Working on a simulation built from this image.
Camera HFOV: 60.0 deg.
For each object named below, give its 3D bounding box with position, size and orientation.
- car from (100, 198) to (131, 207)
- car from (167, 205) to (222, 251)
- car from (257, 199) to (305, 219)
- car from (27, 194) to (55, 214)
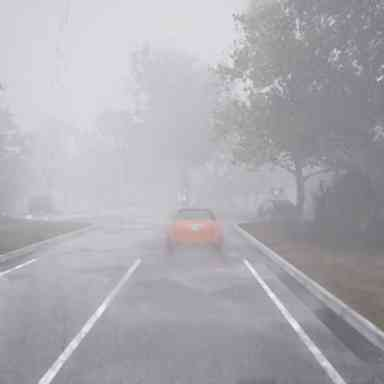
[{"bbox_3d":[-12.416,1.713,54.234,4.718,1.301,1.895,0,0,-41],"label":"car"},{"bbox_3d":[0.100,1.383,14.447,2.097,1.767,4.553,0,0,0],"label":"car"},{"bbox_3d":[7.939,1.413,29.474,4.553,1.767,2.097,0,0,-34],"label":"car"},{"bbox_3d":[-16.800,1.298,37.293,2.150,2.045,5.566,-1,0,-15],"label":"car"}]
